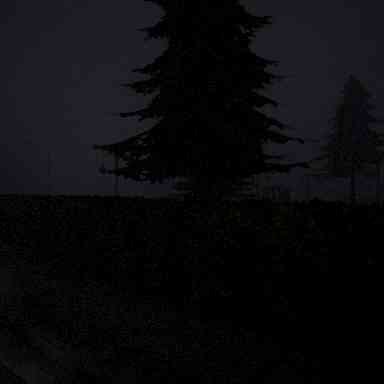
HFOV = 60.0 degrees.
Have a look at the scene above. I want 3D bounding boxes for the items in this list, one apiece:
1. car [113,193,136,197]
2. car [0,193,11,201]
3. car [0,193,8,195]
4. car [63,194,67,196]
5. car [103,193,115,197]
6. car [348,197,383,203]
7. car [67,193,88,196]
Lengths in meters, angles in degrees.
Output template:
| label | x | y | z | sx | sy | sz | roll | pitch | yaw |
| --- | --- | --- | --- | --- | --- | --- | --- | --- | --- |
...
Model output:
| label | x | y | z | sx | sy | sz | roll | pitch | yaw |
| --- | --- | --- | --- | --- | --- | --- | --- | --- | --- |
| car | -10.306 | 1.384 | 54.272 | 3.806 | 1.475 | 1.970 | 0 | 0 | -45 |
| car | -41.765 | 1.097 | 71.634 | 4.605 | 1.855 | 1.932 | 0 | 0 | -45 |
| car | -23.711 | 1.330 | 41.282 | 5.027 | 1.636 | 2.152 | 0 | 0 | -45 |
| car | -31.908 | 1.232 | 85.939 | 3.806 | 1.475 | 1.970 | 0 | 0 | -45 |
| car | -15.867 | 1.097 | 70.694 | 4.605 | 1.855 | 1.932 | 0 | 0 | -45 |
| car | 27.228 | 1.532 | 52.108 | 2.033 | 1.411 | 5.357 | 0 | 0 | -40 |
| car | -27.175 | 1.154 | 81.593 | 5.027 | 1.636 | 2.152 | 0 | 0 | -45 |
